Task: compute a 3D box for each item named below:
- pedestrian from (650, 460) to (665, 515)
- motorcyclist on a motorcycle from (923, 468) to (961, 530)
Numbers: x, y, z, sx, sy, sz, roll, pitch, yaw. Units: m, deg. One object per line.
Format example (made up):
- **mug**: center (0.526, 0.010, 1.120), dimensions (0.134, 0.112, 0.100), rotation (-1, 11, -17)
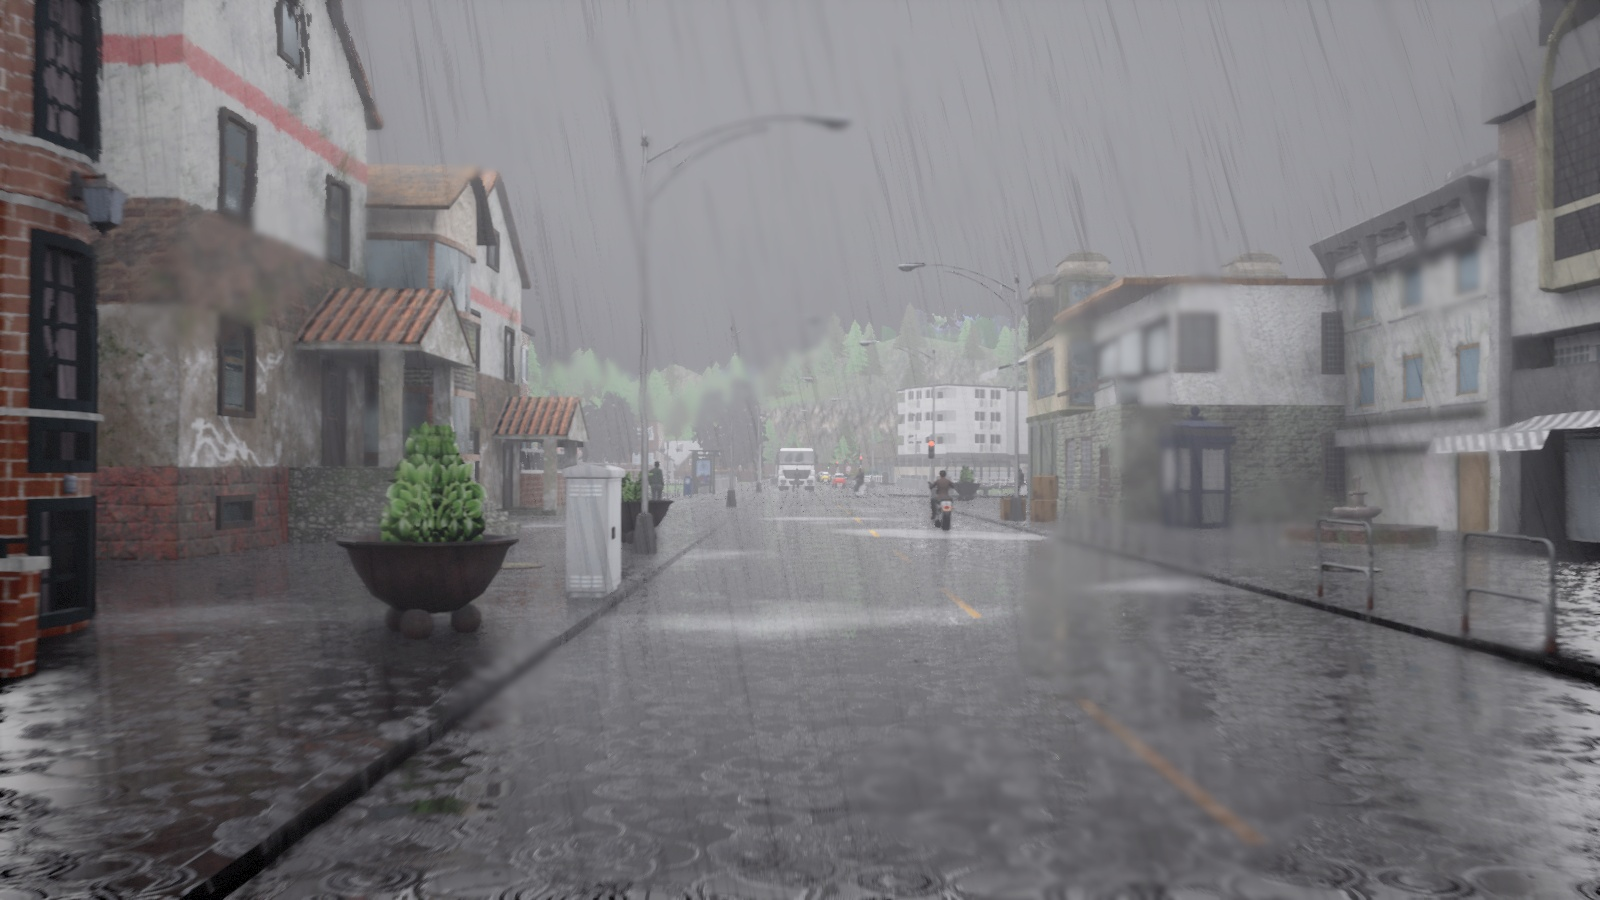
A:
- **pedestrian**: center (-4.835, 1.256, 42.543), dimensions (0.353, 1.847, 0.614), rotation (0, -1, 8)
- **motorcyclist on a motorcycle**: center (3.914, 1.331, 34.729), dimensions (0.766, 1.649, 2.350), rotation (0, -1, 0)
